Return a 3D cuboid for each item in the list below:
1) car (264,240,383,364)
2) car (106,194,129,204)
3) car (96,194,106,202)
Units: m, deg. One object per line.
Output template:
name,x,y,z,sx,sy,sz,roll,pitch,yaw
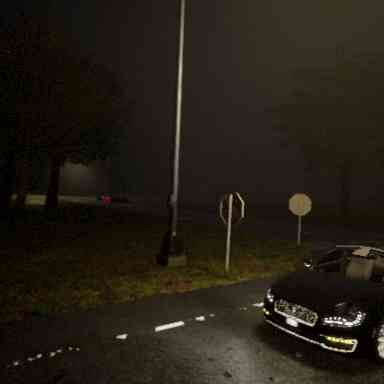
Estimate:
car,3.471,1.740,6.304,4.892,1.490,1.837,2,0,-35
car,-12.150,1.167,55.414,1.882,1.535,5.008,3,0,-33
car,-16.184,1.073,61.472,1.994,1.385,4.181,3,0,-33
